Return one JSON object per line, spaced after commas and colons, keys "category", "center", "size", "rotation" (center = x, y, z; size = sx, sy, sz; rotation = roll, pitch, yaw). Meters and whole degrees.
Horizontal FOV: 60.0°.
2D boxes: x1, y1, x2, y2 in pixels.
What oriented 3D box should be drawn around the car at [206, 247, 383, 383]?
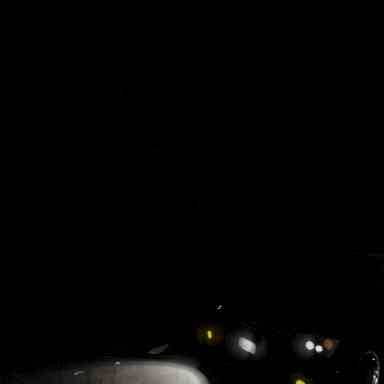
{"category": "car", "center": [2.259, 1.583, 4.972], "size": [4.181, 1.385, 1.994], "rotation": [0, 0, -35]}
